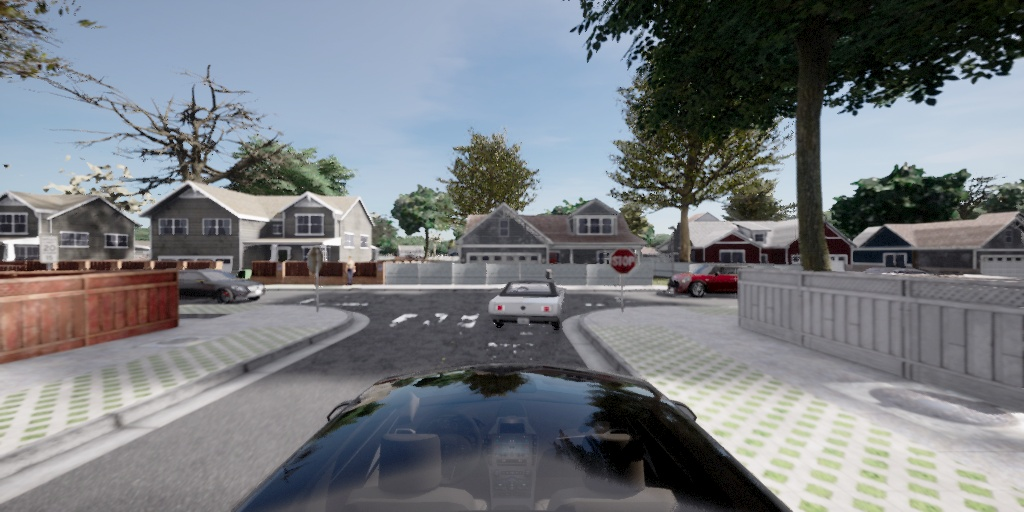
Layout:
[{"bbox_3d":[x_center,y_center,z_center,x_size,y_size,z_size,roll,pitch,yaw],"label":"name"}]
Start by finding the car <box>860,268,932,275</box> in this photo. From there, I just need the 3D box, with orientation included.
[{"bbox_3d":[19.791,1.379,18.988,4.902,1.511,2.128,0,0,-1],"label":"car"}]

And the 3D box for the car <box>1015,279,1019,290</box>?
[{"bbox_3d":[29.910,1.526,19.100,4.718,1.301,1.895,0,0,1],"label":"car"}]

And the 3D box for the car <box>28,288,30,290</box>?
[{"bbox_3d":[-23.405,1.294,15.585,4.181,1.385,1.994,0,0,-1],"label":"car"}]

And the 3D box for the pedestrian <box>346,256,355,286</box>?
[{"bbox_3d":[-9.778,0.892,21.589,0.375,1.860,0.375,0,0,-1],"label":"pedestrian"}]

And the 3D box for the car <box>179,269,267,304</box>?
[{"bbox_3d":[-13.338,1.297,15.642,4.674,1.442,1.812,0,0,2],"label":"car"}]

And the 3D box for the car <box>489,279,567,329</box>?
[{"bbox_3d":[0.712,1.391,11.403,1.895,1.301,4.718,0,0,11],"label":"car"}]

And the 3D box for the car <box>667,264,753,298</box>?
[{"bbox_3d":[10.662,1.204,18.894,4.553,1.767,2.097,0,0,-1],"label":"car"}]
